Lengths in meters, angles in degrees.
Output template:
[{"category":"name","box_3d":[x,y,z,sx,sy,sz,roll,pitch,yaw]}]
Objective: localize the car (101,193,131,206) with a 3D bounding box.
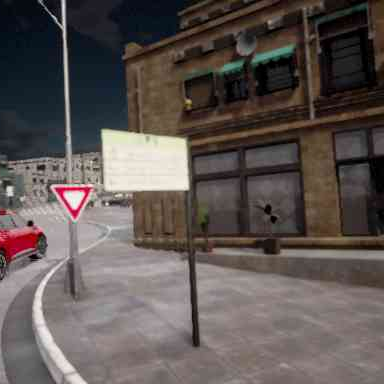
[{"category":"car","box_3d":[-13.800,1.657,59.863,4.892,1.521,2.231,-4,2,-7]}]

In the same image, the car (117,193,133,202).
[{"category":"car","box_3d":[-13.135,1.520,62.829,4.674,1.452,2.002,-4,3,-7]}]

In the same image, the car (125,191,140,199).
[{"category":"car","box_3d":[-14.332,0.681,80.712,1.812,1.442,4.674,-4,3,13]}]

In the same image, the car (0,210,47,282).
[{"category":"car","box_3d":[-6.719,1.647,10.979,2.150,2.045,5.566,-4,0,-6]}]

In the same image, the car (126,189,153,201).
[{"category":"car","box_3d":[-11.224,0.703,71.716,5.566,2.045,2.435,-4,3,-7]}]

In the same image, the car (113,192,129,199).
[{"category":"car","box_3d":[-17.407,0.885,81.827,1.812,1.442,4.674,-4,3,13]}]

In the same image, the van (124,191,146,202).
[{"category":"van","box_3d":[-11.733,0.894,68.775,4.442,1.987,1.878,-4,2,-7]}]

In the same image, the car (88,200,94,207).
[{"category":"car","box_3d":[-19.314,1.899,57.838,2.150,2.045,5.566,-4,3,13]}]
